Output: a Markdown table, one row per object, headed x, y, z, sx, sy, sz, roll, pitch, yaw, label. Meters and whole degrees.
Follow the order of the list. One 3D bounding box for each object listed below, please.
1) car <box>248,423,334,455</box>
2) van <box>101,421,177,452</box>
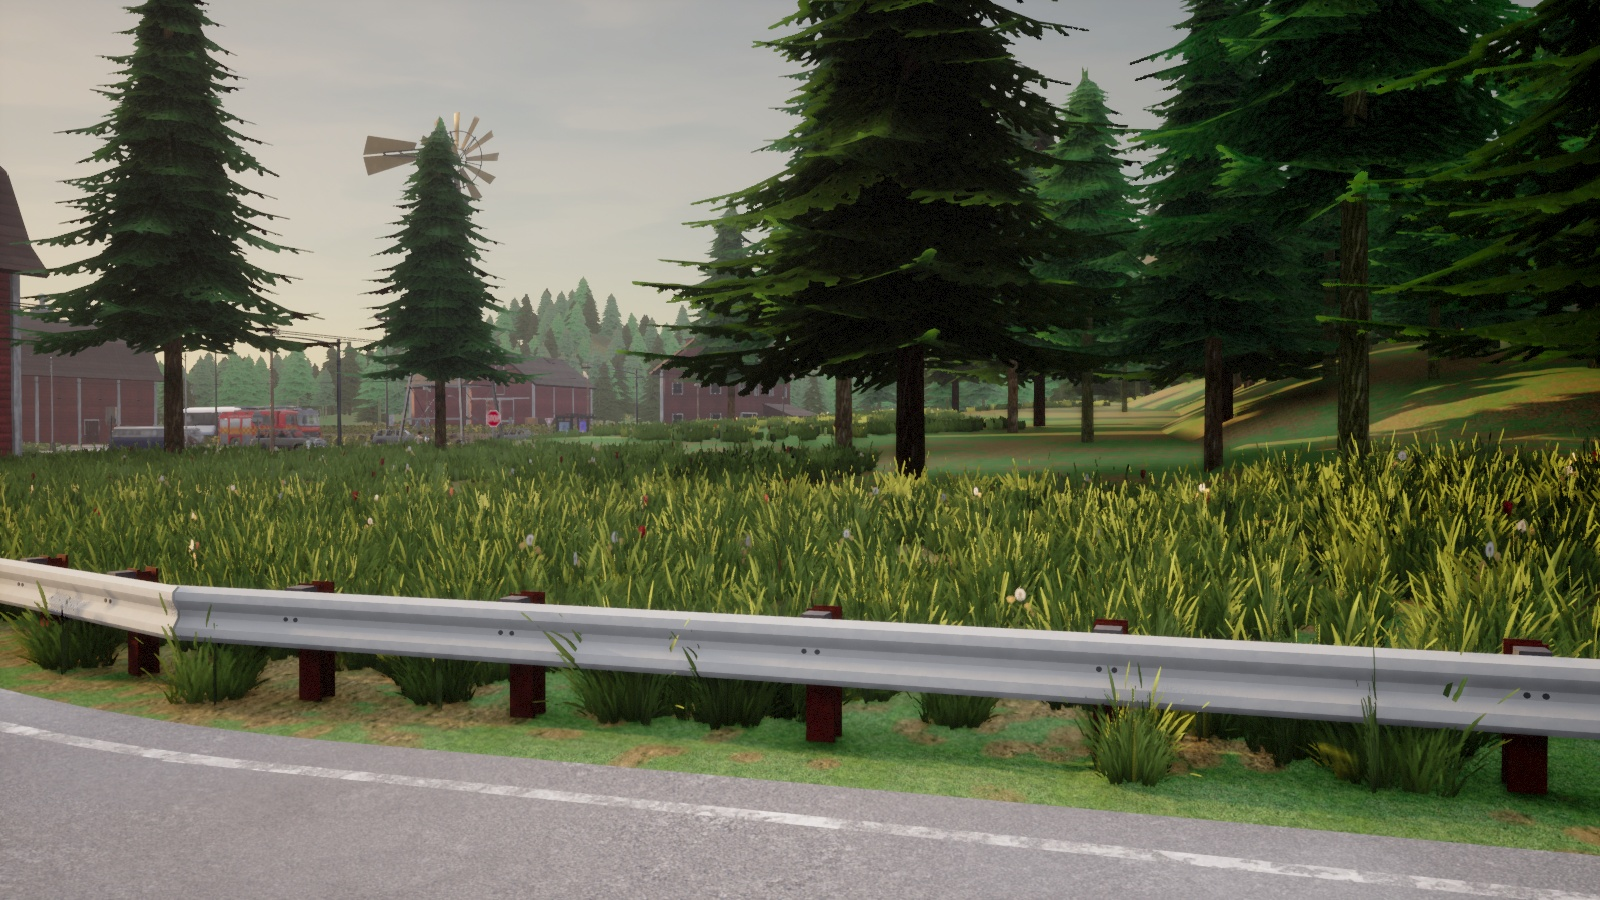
| x | y | z | sx | sy | sz | roll | pitch | yaw | label |
| --- | --- | --- | --- | --- | --- | --- | --- | --- | --- |
| -30.467 | -0.648 | 75.168 | 4.605 | 1.855 | 1.932 | 1 | 1 | 18 | car |
| -43.688 | -0.887 | 83.011 | 4.442 | 1.987 | 1.775 | 1 | 1 | 18 | van |
